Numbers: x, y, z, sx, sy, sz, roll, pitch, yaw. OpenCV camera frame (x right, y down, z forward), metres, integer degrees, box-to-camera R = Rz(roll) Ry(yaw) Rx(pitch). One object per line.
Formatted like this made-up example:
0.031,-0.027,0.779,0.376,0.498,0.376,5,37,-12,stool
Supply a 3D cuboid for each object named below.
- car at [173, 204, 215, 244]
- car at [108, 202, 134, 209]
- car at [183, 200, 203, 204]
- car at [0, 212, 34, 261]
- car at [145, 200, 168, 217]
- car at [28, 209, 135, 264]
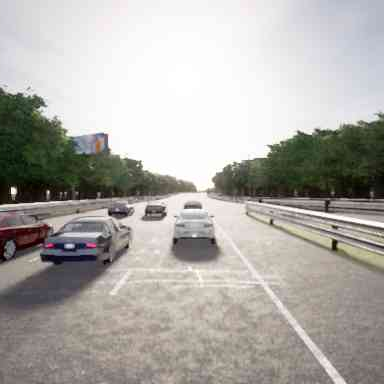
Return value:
0.096,1.538,15.880,1.812,1.442,4.674,0,0,0,car
-6.907,1.622,32.726,1.994,1.385,4.181,0,0,0,car
0.092,1.539,33.815,1.882,1.535,5.008,0,0,0,car
-6.902,1.485,12.345,1.882,1.535,5.008,0,0,0,car
-3.407,1.547,32.128,2.128,1.511,4.902,0,0,0,car
-3.403,1.554,11.755,2.033,1.411,5.357,0,0,0,car
